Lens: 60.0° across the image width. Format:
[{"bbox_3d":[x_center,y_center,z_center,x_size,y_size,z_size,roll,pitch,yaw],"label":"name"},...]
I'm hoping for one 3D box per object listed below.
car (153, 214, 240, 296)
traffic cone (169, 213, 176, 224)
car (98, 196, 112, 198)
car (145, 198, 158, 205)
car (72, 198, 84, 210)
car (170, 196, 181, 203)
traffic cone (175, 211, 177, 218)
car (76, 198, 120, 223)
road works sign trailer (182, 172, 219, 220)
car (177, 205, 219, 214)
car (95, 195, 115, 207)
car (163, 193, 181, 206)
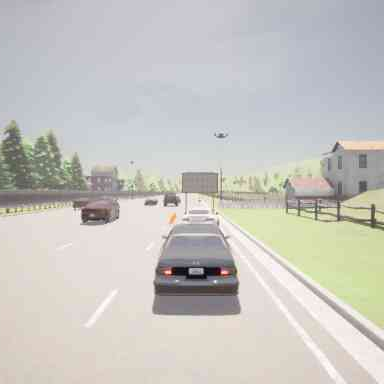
[{"bbox_3d":[0.107,1.547,8.806,2.033,1.411,5.357,0,0,1],"label":"car"},{"bbox_3d":[-1.463,1.955,23.162,0.340,0.580,0.340,0,0,0],"label":"traffic cone"},{"bbox_3d":[-10.358,1.351,40.411,2.097,1.767,4.553,0,0,0],"label":"car"},{"bbox_3d":[-6.841,1.601,56.974,1.895,1.301,4.718,0,0,0],"label":"car"},{"bbox_3d":[-13.855,1.478,43.115,1.882,1.535,5.008,0,0,0],"label":"car"},{"bbox_3d":[-3.329,1.564,68.557,1.994,1.385,4.181,0,0,0],"label":"car"},{"bbox_3d":[-1.461,1.955,25.162,0.340,0.580,0.340,0,0,0],"label":"traffic cone"},{"bbox_3d":[-6.874,1.477,25.376,1.882,1.535,5.008,0,0,0],"label":"car"},{"bbox_3d":[0.508,0.464,22.064,2.380,3.560,2.880,0,0,-3],"label":"road works sign trailer"},{"bbox_3d":[0.494,1.539,18.449,1.812,1.442,4.674,0,-1,6],"label":"car"},{"bbox_3d":[-13.846,1.352,53.113,2.097,1.767,4.553,0,0,0],"label":"car"},{"bbox_3d":[-3.345,1.221,53.342,2.150,2.045,5.566,0,0,0],"label":"car"}]
